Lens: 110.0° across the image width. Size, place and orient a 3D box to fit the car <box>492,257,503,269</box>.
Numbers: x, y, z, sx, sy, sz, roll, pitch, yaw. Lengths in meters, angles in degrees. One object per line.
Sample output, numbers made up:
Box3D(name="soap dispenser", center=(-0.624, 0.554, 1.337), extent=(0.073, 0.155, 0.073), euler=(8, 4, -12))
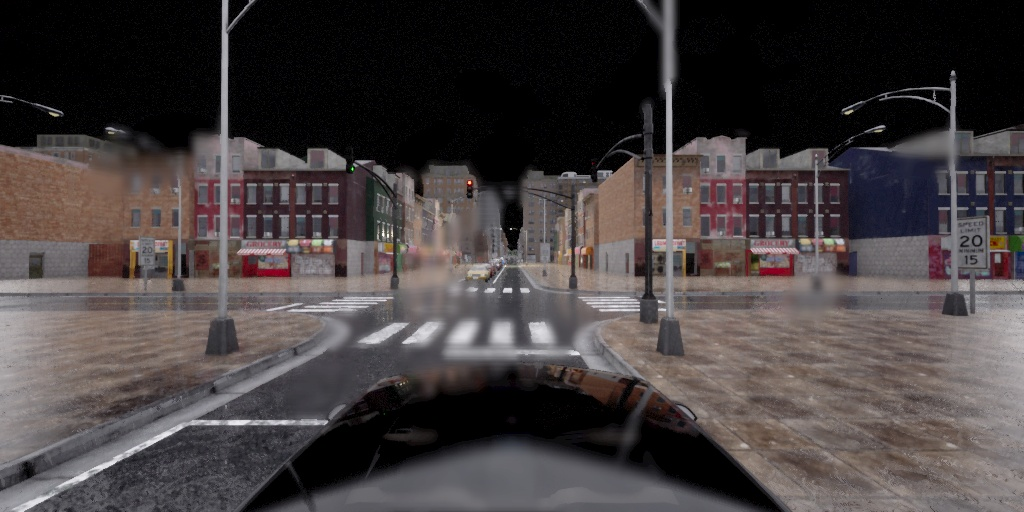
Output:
Box3D(name="car", center=(-2.640, 1.252, 51.302), extent=(1.967, 1.591, 4.097), euler=(0, 0, 0))

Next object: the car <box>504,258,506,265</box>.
Box3D(name="car", center=(-2.641, 1.157, 62.512), extent=(2.192, 1.841, 5.009), euler=(0, 0, 0))

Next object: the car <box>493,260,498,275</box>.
Box3D(name="car", center=(-2.638, 1.322, 34.486), extent=(1.888, 1.381, 4.507), euler=(0, 0, 0))

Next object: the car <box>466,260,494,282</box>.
Box3D(name="car", center=(-2.638, 1.294, 28.712), extent=(1.751, 1.417, 4.829), euler=(0, 0, 0))

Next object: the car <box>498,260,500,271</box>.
Box3D(name="car", center=(-2.639, 1.369, 40.091), extent=(1.802, 1.307, 4.207), euler=(0, 0, 0))
